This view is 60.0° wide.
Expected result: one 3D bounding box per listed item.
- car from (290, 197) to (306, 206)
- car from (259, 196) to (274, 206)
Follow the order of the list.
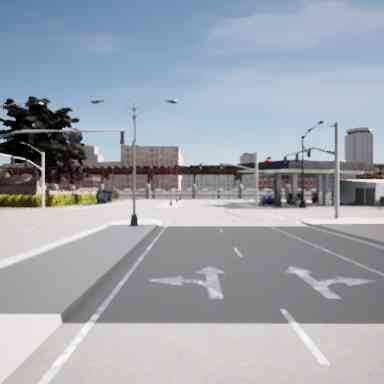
[{"bbox_3d":[18.955,1.702,59.700,1.970,1.475,3.806,0,0,0],"label":"car"},{"bbox_3d":[13.210,1.538,58.939,2.242,1.667,4.611,0,0,0],"label":"car"}]
